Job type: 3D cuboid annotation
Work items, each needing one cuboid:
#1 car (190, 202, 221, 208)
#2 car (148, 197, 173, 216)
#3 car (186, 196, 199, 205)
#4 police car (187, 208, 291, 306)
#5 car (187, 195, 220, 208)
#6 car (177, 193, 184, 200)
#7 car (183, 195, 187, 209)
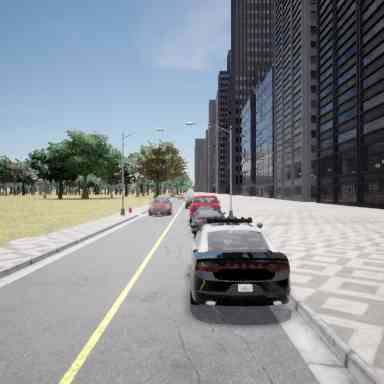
[{"bbox_3d":[0.913,1.521,18.121,1.812,1.442,4.674,0,0,0],"label":"car"},{"bbox_3d":[-2.978,1.331,32.069,2.097,1.767,4.553,0,0,0],"label":"car"},{"bbox_3d":[0.039,1.422,58.028,2.128,1.511,4.902,0,0,0],"label":"car"},{"bbox_3d":[0.907,1.425,8.230,1.930,1.638,5.238,0,0,0],"label":"police car"},{"bbox_3d":[0.915,1.214,24.152,2.150,2.045,5.566,0,0,0],"label":"car"},{"bbox_3d":[-2.942,1.177,91.365,2.097,1.767,4.553,0,0,0],"label":"car"},{"bbox_3d":[0.054,1.461,44.989,1.837,1.490,4.892,0,0,1],"label":"car"}]
